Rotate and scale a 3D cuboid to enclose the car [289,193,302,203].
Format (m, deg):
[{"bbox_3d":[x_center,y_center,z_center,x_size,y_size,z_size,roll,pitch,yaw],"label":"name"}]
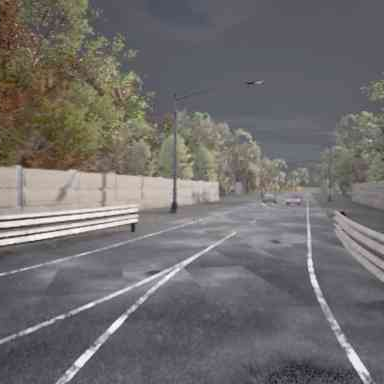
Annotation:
[{"bbox_3d":[17.026,0.926,54.515,1.837,1.490,4.892,1,1,19],"label":"car"}]

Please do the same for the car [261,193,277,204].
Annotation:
[{"bbox_3d":[11.566,0.953,49.578,1.812,1.442,4.674,2,1,19],"label":"car"}]

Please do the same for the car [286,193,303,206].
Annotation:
[{"bbox_3d":[13.801,1.124,45.156,1.895,1.301,4.718,1,1,19],"label":"car"}]
